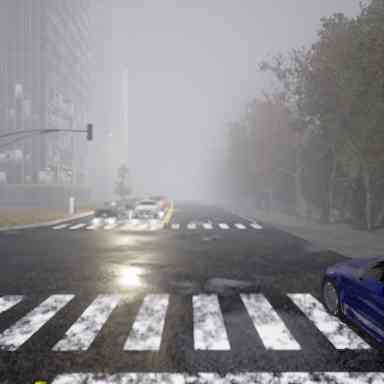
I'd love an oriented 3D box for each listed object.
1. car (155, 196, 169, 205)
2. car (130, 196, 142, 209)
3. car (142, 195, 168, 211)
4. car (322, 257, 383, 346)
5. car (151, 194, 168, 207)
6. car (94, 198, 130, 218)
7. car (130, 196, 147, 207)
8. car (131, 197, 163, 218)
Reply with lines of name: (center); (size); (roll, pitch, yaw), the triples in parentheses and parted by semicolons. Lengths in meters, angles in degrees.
car: (-5.077, 1.355, 57.197); (2.033, 1.411, 5.357); (0, 0, -2)
car: (-7.471, 1.411, 39.332); (2.033, 1.411, 5.357); (0, 0, -2)
car: (-4.163, 1.220, 37.895); (2.097, 1.767, 4.553); (0, 0, -2)
car: (3.323, 1.449, 4.305); (1.812, 1.442, 4.674); (-4, 1, 0)
car: (-4.574, 1.189, 47.529); (2.097, 1.767, 4.553); (0, 0, -1)
car: (-7.096, 1.445, 29.327); (2.033, 1.411, 5.357); (0, 0, -2)
car: (-7.983, 1.321, 50.146); (2.128, 1.511, 4.902); (0, 0, -3)
car: (-3.831, 1.423, 29.072); (1.812, 1.442, 4.674); (0, 0, -1)
